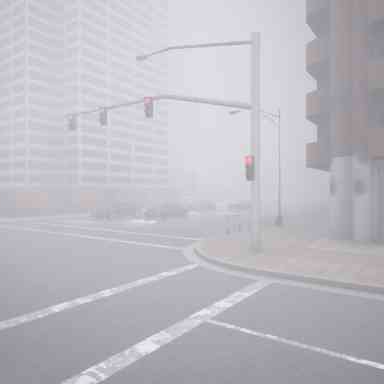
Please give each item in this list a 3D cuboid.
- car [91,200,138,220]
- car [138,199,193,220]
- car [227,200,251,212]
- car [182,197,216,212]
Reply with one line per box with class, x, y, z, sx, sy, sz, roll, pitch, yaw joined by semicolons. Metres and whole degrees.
car;-6.241;1.505;28.188;1.837;1.490;4.892;0;0;35
car;-2.131;1.564;27.947;1.994;1.385;4.181;0;0;35
car;6.051;1.601;39.531;1.895;1.301;4.718;0;0;35
car;1.096;1.564;38.596;1.994;1.385;4.181;0;0;35
